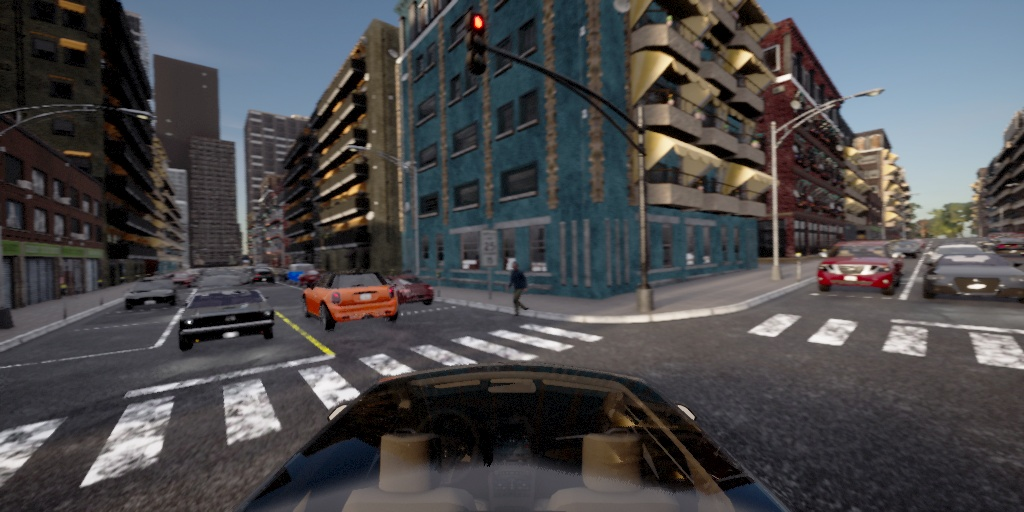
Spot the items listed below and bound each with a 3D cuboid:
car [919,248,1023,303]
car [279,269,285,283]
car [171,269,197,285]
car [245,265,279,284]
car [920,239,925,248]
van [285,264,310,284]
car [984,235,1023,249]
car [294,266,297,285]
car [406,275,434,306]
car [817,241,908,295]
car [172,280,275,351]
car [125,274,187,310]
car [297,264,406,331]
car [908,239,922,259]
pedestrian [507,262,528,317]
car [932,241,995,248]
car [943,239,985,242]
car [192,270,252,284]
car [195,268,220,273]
[{"bbox_3d":[14.592,0.593,11.430,4.181,1.385,1.994,-3,1,-41],"label":"car"},{"bbox_3d":[-22.482,1.930,36.530,1.948,1.339,4.313,0,0,-40],"label":"car"},{"bbox_3d":[-28.920,2.119,31.167,1.888,1.381,4.507,0,0,-40],"label":"car"},{"bbox_3d":[-23.909,1.917,34.172,1.837,1.490,4.892,-2,0,-40],"label":"car"},{"bbox_3d":[43.185,-0.938,39.063,4.313,1.339,1.948,0,0,-40],"label":"car"},{"bbox_3d":[-18.943,1.605,32.289,1.690,1.789,3.998,0,0,-40],"label":"van"},{"bbox_3d":[39.595,-0.682,28.569,4.892,1.490,1.837,-3,1,-40],"label":"car"},{"bbox_3d":[-15.404,1.709,28.050,1.888,1.381,4.507,0,0,-40],"label":"car"},{"bbox_3d":[-4.789,1.448,15.330,1.802,1.307,4.207,0,0,-40],"label":"car"},{"bbox_3d":[13.467,0.342,13.858,5.009,1.841,2.192,0,0,-40],"label":"car"},{"bbox_3d":[-8.008,1.577,10.122,1.895,1.301,4.718,-2,0,-40],"label":"car"},{"bbox_3d":[-18.304,1.839,18.448,1.948,1.339,4.313,0,0,-40],"label":"car"},{"bbox_3d":[-5.576,1.249,12.085,2.097,1.767,4.553,-2,0,-39],"label":"car"},{"bbox_3d":[34.694,-0.500,31.862,4.313,1.339,1.948,0,0,-40],"label":"car"},{"bbox_3d":[0.184,1.015,11.585,0.375,1.860,0.375,-2,1,-40],"label":"pedestrian"},{"bbox_3d":[22.175,0.165,17.831,4.674,1.442,1.812,-3,1,-40],"label":"car"},{"bbox_3d":[29.939,-0.268,24.313,4.902,1.511,2.128,-3,1,-40],"label":"car"},{"bbox_3d":[-14.415,1.660,17.807,1.837,1.490,4.892,-2,0,-40],"label":"car"},{"bbox_3d":[-21.020,1.833,25.735,2.128,1.511,4.902,-2,0,-40],"label":"car"}]
